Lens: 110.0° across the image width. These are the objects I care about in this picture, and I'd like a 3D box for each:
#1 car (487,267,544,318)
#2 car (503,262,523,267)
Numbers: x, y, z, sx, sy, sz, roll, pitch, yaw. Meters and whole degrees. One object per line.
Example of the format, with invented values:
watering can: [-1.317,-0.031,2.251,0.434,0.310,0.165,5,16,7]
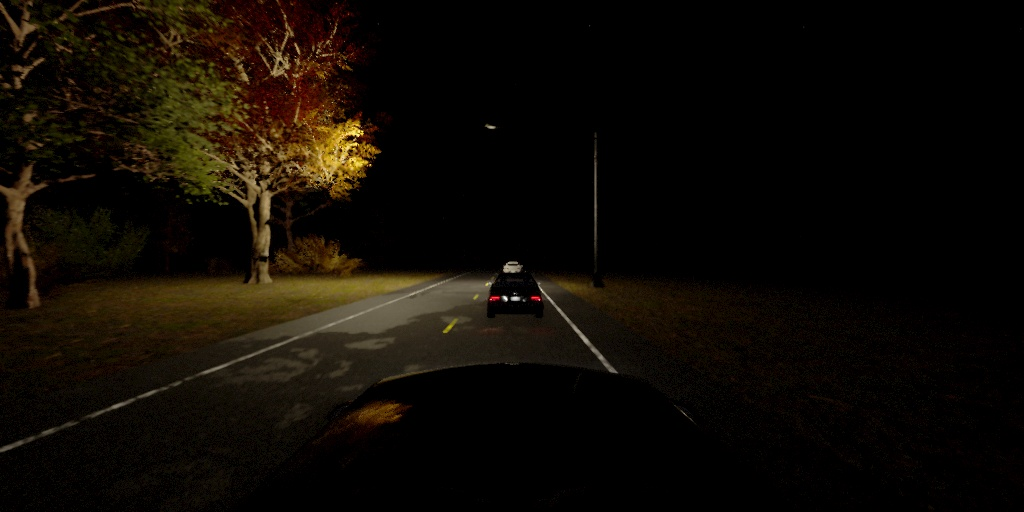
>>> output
car: [0.097,1.301,13.020,2.033,1.411,5.357,0,0,0]
car: [0.094,1.289,34.840,1.812,1.442,4.674,0,0,0]
